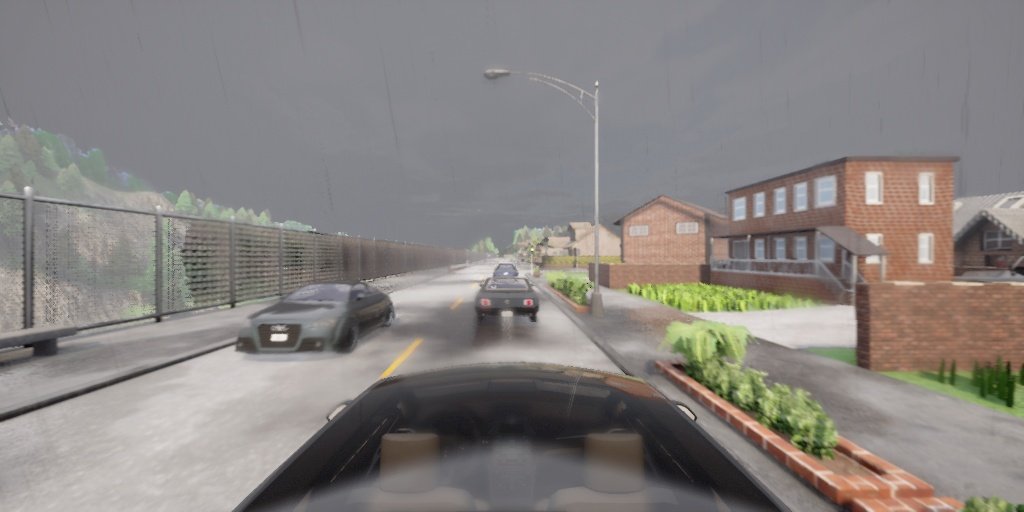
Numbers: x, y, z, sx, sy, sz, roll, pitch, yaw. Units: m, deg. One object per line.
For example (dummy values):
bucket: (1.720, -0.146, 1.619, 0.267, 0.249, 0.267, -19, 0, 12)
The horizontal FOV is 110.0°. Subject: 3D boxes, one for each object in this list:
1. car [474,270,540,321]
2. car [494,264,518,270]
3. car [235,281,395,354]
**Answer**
car: (-0.178, 1.341, 12.315, 1.895, 1.301, 4.718, 0, 0, -1)
car: (-0.482, 1.288, 28.350, 1.994, 1.385, 4.181, 0, 0, -1)
car: (-4.300, 1.304, 8.563, 1.994, 1.385, 4.181, 0, 0, -1)
